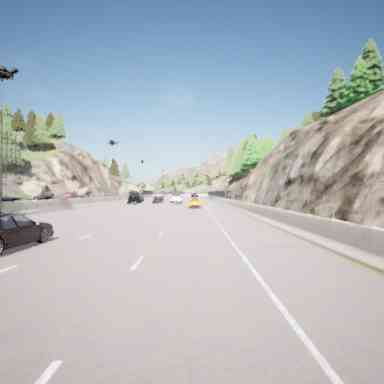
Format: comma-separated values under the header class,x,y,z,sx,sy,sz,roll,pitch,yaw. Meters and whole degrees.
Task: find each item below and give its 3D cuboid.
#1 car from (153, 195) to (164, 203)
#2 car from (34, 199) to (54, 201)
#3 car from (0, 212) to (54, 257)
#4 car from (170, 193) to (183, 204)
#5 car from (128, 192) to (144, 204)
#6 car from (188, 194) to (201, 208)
class,x,y,z,sx,sy,sz,roll,pitch,yaw
car,-6.462,1.419,64.841,2.128,1.511,4.902,1,0,0
car,-27.576,1.057,62.018,1.882,1.535,5.008,1,0,0
car,-7.138,1.454,12.281,2.033,1.411,5.357,1,0,3
car,-2.980,1.196,64.933,2.150,2.045,5.566,1,0,1
car,-10.019,1.100,59.679,2.150,2.045,5.566,1,0,1
car,0.395,1.496,48.944,1.882,1.535,5.008,1,0,1
